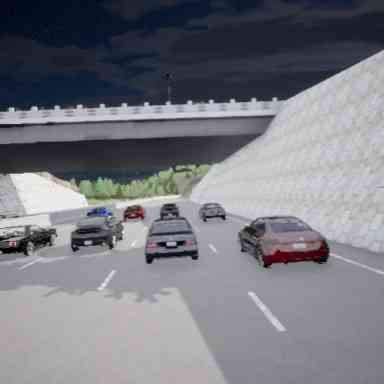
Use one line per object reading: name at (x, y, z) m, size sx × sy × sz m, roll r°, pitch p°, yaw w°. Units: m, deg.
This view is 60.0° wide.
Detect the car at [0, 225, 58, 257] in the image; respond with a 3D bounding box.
car at (-8.000, 2.204, 15.714) m, size 1.895 × 1.301 × 4.718 m, roll -4°, pitch 0°, yaw -4°

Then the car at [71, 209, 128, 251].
car at (-4.557, 1.899, 16.447) m, size 1.837 × 1.490 × 4.892 m, roll -4°, pitch 0°, yaw -4°

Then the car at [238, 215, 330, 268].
car at (2.809, 1.461, 11.080) m, size 1.994 × 1.385 × 4.181 m, roll -4°, pitch 0°, yaw -4°

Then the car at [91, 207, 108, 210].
car at (-9.256, 2.277, 33.660) m, size 1.882 × 1.535 × 5.008 m, roll -4°, pitch 0°, yaw -4°

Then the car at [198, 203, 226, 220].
car at (1.637, 1.628, 28.010) m, size 2.033 × 1.411 × 5.357 m, roll -4°, pitch 0°, yaw -4°

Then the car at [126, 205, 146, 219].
car at (-5.769, 2.060, 33.879) m, size 1.882 × 1.535 × 5.008 m, roll -4°, pitch 0°, yaw -4°

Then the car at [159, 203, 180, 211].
car at (-2.188, 1.856, 32.748) m, size 1.837 × 1.490 × 4.892 m, roll -4°, pitch 0°, yaw -4°

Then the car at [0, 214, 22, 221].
car at (-20.122, 3.097, 36.190) m, size 1.895 × 1.301 × 4.718 m, roll -4°, pitch 0°, yaw -4°

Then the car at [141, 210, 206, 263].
car at (-0.806, 1.682, 12.814) m, size 2.033 × 1.411 × 5.357 m, roll -4°, pitch 0°, yaw -4°
